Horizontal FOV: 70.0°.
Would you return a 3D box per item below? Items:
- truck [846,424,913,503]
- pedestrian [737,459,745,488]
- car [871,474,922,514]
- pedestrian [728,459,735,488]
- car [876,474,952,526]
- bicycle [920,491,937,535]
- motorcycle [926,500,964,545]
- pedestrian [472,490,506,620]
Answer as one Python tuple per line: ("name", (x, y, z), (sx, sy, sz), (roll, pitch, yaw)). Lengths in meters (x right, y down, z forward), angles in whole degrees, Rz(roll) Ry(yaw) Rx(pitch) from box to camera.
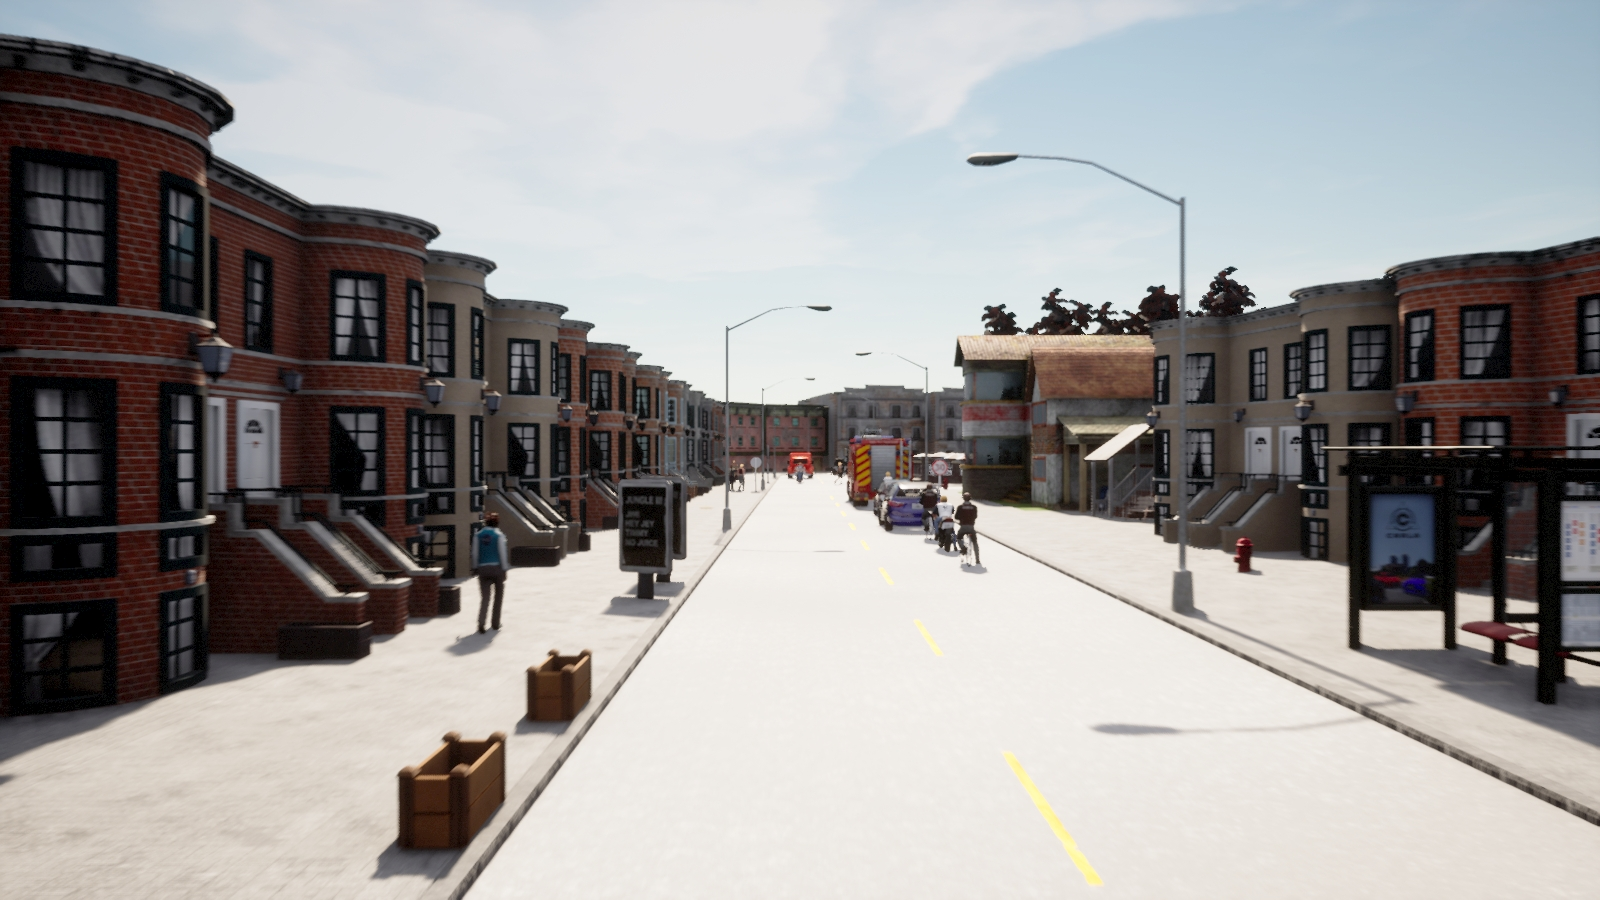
("truck", (4.011, 0.671, 59.578), (2.891, 3.827, 8.468), (0, 0, 0))
("pedestrian", (-3.823, 1.523, 74.363), (0.375, 1.860, 0.375), (0, 0, 21))
("car", (4.019, 1.800, 47.920), (1.789, 1.549, 3.705), (0, 0, 0))
("pedestrian", (-4.499, 1.524, 74.740), (0.375, 1.860, 0.375), (0, 0, 14))
("car", (4.012, 1.747, 40.908), (2.242, 1.667, 4.611), (0, 0, 0))
("bicycle", (4.003, 1.940, 35.657), (0.329, 1.271, 1.835), (0, 0, 0))
("motorcycle", (4.009, 1.993, 31.745), (0.803, 1.145, 2.033), (0, 0, 0))
("pedestrian", (-4.547, 1.525, 16.696), (0.375, 1.860, 0.375), (0, 0, 5))
